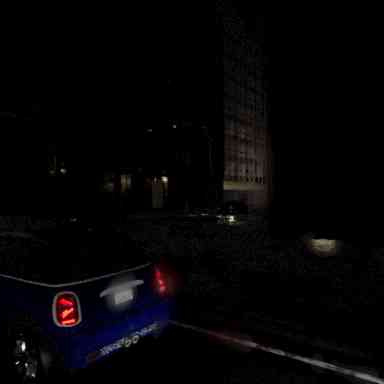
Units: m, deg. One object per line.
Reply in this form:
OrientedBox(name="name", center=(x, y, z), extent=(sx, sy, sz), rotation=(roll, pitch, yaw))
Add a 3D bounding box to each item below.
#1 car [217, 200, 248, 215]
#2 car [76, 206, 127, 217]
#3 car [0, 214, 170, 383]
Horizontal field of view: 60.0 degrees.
OrientedBox(name="car", center=(4.905, 1.810, 39.659), extent=(2.097, 1.767, 4.553), rotation=(-1, -1, 36))
OrientedBox(name="car", center=(-6.827, 1.748, 23.281), extent=(1.882, 1.535, 5.008), rotation=(-1, -1, 36))
OrientedBox(name="car", center=(-2.612, 1.382, 5.547), extent=(4.553, 1.767, 2.097), rotation=(0, 0, 36))
